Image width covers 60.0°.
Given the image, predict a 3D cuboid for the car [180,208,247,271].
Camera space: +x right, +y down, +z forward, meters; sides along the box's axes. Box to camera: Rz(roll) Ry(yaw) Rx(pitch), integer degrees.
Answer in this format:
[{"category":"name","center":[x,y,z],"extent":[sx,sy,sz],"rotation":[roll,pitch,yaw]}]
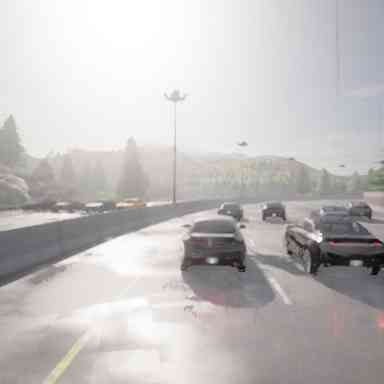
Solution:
[{"category":"car","center":[0.728,1.503,10.951],"extent":[1.837,1.490,4.892],"rotation":[0,0,5]}]

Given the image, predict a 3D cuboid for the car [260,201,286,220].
[{"category":"car","center":[6.870,1.533,28.093],"extent":[1.837,1.490,4.892],"rotation":[0,0,12]}]

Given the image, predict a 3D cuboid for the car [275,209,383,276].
[{"category":"car","center":[4.192,1.513,10.488],"extent":[2.128,1.511,4.902],"rotation":[0,0,5]}]

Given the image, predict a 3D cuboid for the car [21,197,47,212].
[{"category":"car","center":[-16.511,1.348,36.567],"extent":[1.882,1.535,5.008],"rotation":[0,0,13]}]

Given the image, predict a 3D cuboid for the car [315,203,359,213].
[{"category":"car","center":[9.302,1.595,22.674],"extent":[2.033,1.411,5.357],"rotation":[0,0,10]}]

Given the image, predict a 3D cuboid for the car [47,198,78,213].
[{"category":"car","center":[-13.120,1.458,35.703],"extent":[1.994,1.385,4.181],"rotation":[0,0,13]}]

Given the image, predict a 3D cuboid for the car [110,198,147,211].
[{"category":"car","center":[-6.220,1.418,34.488],"extent":[1.882,1.535,5.008],"rotation":[0,0,14]}]

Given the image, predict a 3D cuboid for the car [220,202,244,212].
[{"category":"car","center":[3.310,1.569,28.125],"extent":[1.994,1.385,4.181],"rotation":[0,0,12]}]

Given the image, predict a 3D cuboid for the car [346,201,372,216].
[{"category":"car","center":[14.314,1.567,29.258],"extent":[2.128,1.511,4.902],"rotation":[0,0,13]}]

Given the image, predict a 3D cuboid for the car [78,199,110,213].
[{"category":"car","center":[-9.551,1.463,35.622],"extent":[2.033,1.411,5.357],"rotation":[0,0,14]}]
